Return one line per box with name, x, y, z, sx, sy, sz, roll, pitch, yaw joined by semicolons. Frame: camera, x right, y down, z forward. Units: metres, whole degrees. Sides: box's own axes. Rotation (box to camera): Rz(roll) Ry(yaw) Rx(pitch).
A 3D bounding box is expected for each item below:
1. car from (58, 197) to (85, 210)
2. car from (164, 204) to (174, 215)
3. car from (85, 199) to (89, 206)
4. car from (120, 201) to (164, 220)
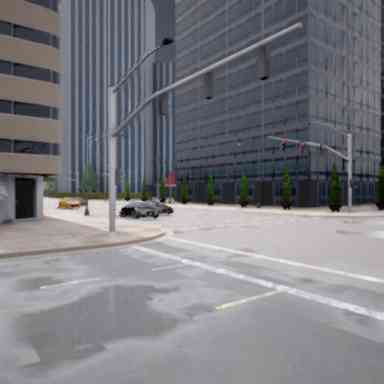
car;-16.455;1.512;44.572;1.882;1.535;5.008;0;0;-37
car;-3.927;1.577;33.595;2.033;1.411;5.357;0;0;-37
car;-17.649;1.536;52.076;1.837;1.490;4.892;0;-1;-36
car;-4.538;1.598;28.557;1.994;1.385;4.181;0;0;-37
